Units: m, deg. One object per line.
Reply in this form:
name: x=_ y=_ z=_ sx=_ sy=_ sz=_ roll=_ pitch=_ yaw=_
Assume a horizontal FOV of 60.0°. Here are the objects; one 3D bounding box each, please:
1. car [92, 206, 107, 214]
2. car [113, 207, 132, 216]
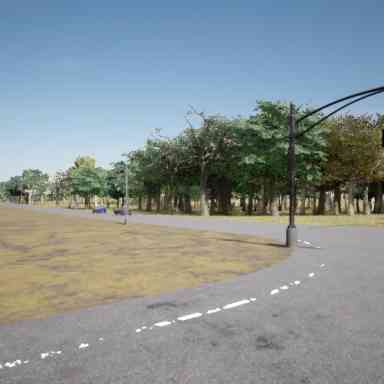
car: x=-18.732 y=3.624 z=67.205 sx=1.812 sy=1.442 sz=4.674 roll=1 pitch=-2 yaw=-33
car: x=-11.955 y=3.232 z=56.867 sx=2.128 sy=1.511 sz=4.902 roll=1 pitch=-2 yaw=-33
